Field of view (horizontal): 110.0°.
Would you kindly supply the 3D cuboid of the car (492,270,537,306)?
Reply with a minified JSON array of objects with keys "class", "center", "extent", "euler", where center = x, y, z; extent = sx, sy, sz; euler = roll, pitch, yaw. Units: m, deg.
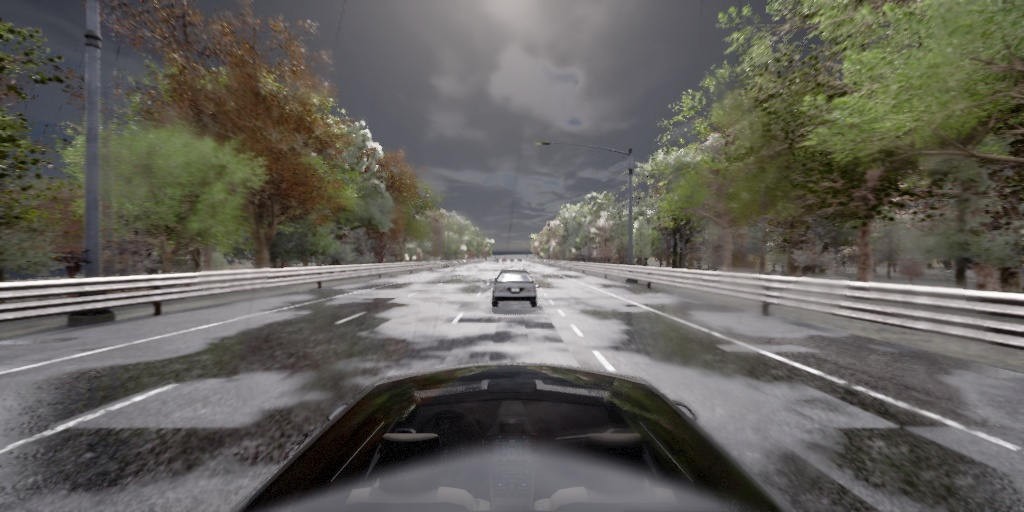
[{"class":"car","center":[0.096,1.331,15.975],"extent":[2.033,1.411,5.357],"euler":[0,0,-1]}]
